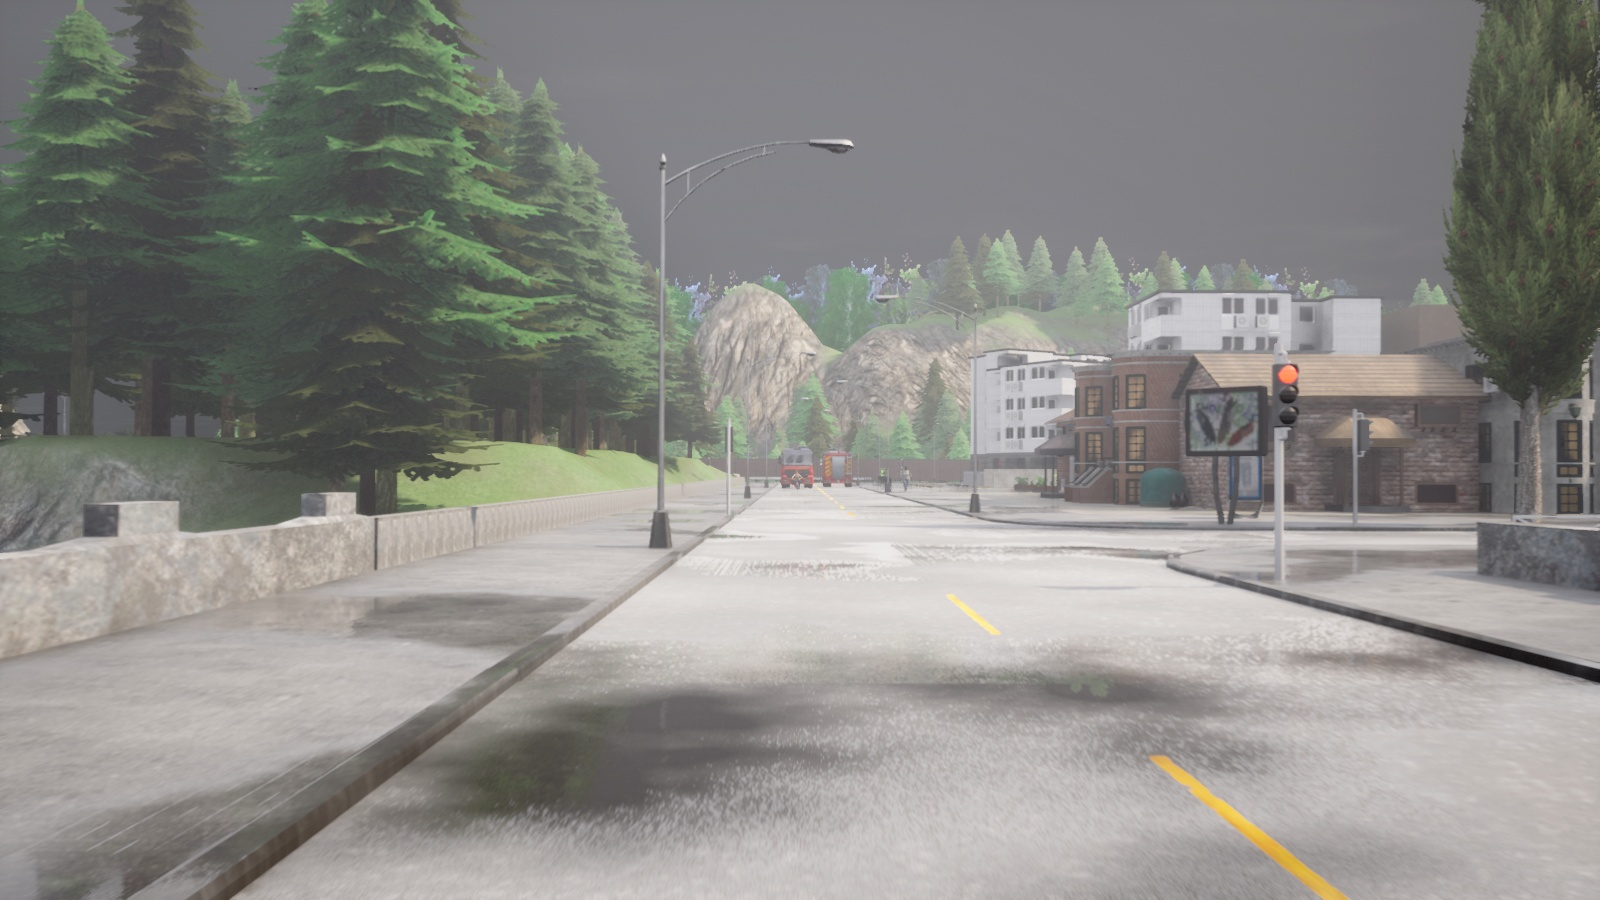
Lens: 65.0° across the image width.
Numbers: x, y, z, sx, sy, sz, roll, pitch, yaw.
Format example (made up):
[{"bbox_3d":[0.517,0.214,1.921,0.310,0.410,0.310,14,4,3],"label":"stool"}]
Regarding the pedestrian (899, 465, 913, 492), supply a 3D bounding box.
[{"bbox_3d":[7.341,1.955,87.179,0.874,1.855,0.900,0,-1,0],"label":"pedestrian"}]
